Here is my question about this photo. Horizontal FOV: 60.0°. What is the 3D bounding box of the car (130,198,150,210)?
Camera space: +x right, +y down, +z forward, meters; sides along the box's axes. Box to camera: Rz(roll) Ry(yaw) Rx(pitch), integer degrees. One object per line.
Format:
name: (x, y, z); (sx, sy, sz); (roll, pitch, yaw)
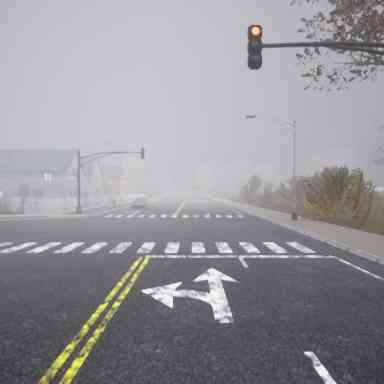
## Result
car: (-6.480, 1.509, 41.918); (2.033, 1.411, 5.357); (0, 0, 0)

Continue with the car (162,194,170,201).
car: (-6.447, 1.318, 82.865); (2.128, 1.511, 4.902); (0, 0, 0)
